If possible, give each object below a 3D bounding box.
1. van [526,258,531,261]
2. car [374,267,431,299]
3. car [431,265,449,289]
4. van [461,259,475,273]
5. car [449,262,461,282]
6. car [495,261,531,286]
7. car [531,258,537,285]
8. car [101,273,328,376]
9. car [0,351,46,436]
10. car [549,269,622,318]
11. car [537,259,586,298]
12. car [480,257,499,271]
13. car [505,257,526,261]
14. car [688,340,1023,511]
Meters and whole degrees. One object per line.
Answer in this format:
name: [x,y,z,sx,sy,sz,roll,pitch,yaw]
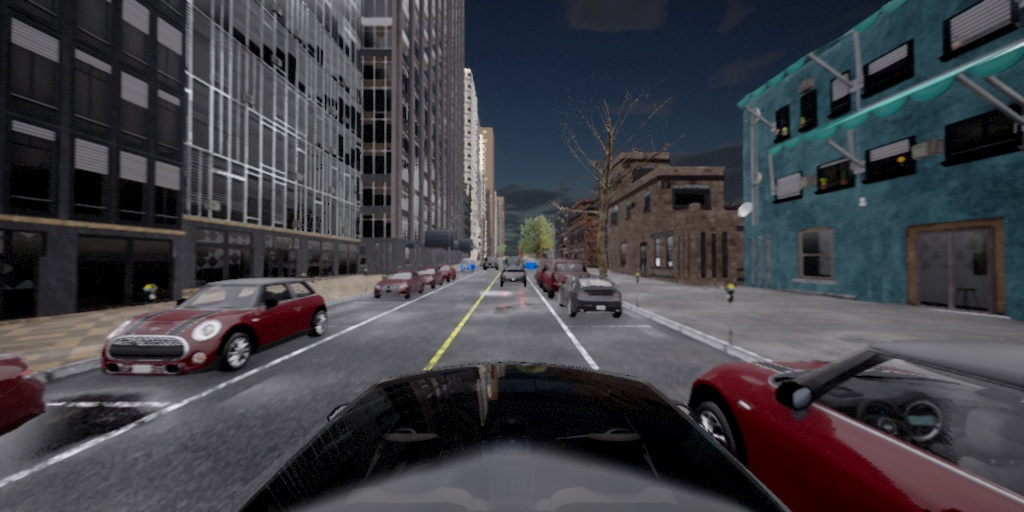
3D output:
van: [2.680,1.232,51.878,1.690,1.789,3.998,0,0,0]
car: [-5.693,1.393,18.594,1.802,1.307,4.207,0,0,0]
car: [-5.694,1.410,24.143,1.802,1.307,4.207,0,0,0]
van: [-5.699,1.224,46.329,1.690,1.789,3.998,0,0,0]
car: [-5.695,1.388,29.689,1.888,1.381,4.507,0,0,0]
car: [0.095,1.322,25.857,2.128,1.511,4.902,0,0,0]
car: [2.687,1.139,24.145,2.192,1.841,5.009,0,0,0]
car: [-5.690,1.213,7.502,1.967,1.591,4.097,0,0,0]
car: [-5.688,1.335,1.956,1.802,1.307,4.207,0,0,0]
car: [2.690,1.340,13.050,2.007,1.370,4.403,0,0,0]
car: [2.688,1.122,18.596,2.192,1.841,5.009,0,0,0]
car: [-3.084,1.117,52.626,2.150,2.045,5.566,0,0,0]
car: [0.091,1.092,40.695,2.150,2.045,5.566,0,0,0]
car: [2.692,1.190,1.958,1.967,1.591,4.097,0,0,0]
